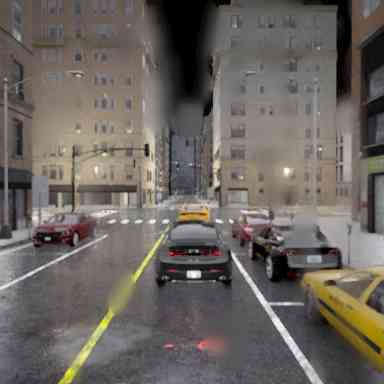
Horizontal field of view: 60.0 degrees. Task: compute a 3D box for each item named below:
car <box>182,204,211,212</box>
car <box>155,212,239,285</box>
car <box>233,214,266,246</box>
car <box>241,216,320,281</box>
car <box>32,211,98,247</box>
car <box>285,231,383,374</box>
[{"bbox_3d":[0.276,1.578,22.974,1.882,1.535,5.008,0,0,5],"label":"car"},{"bbox_3d":[0.052,1.546,9.586,1.837,1.490,4.892,0,-1,0],"label":"car"},{"bbox_3d":[2.838,1.650,15.408,1.802,1.307,4.206,-1,0,0],"label":"car"},{"bbox_3d":[2.847,1.610,9.822,1.947,1.339,4.313,-1,0,0],"label":"car"},{"bbox_3d":[-5.707,1.611,15.391,1.887,1.381,4.507,-1,0,0],"label":"car"},{"bbox_3d":[2.855,1.546,4.406,1.752,1.417,4.829,-1,0,0],"label":"car"}]
